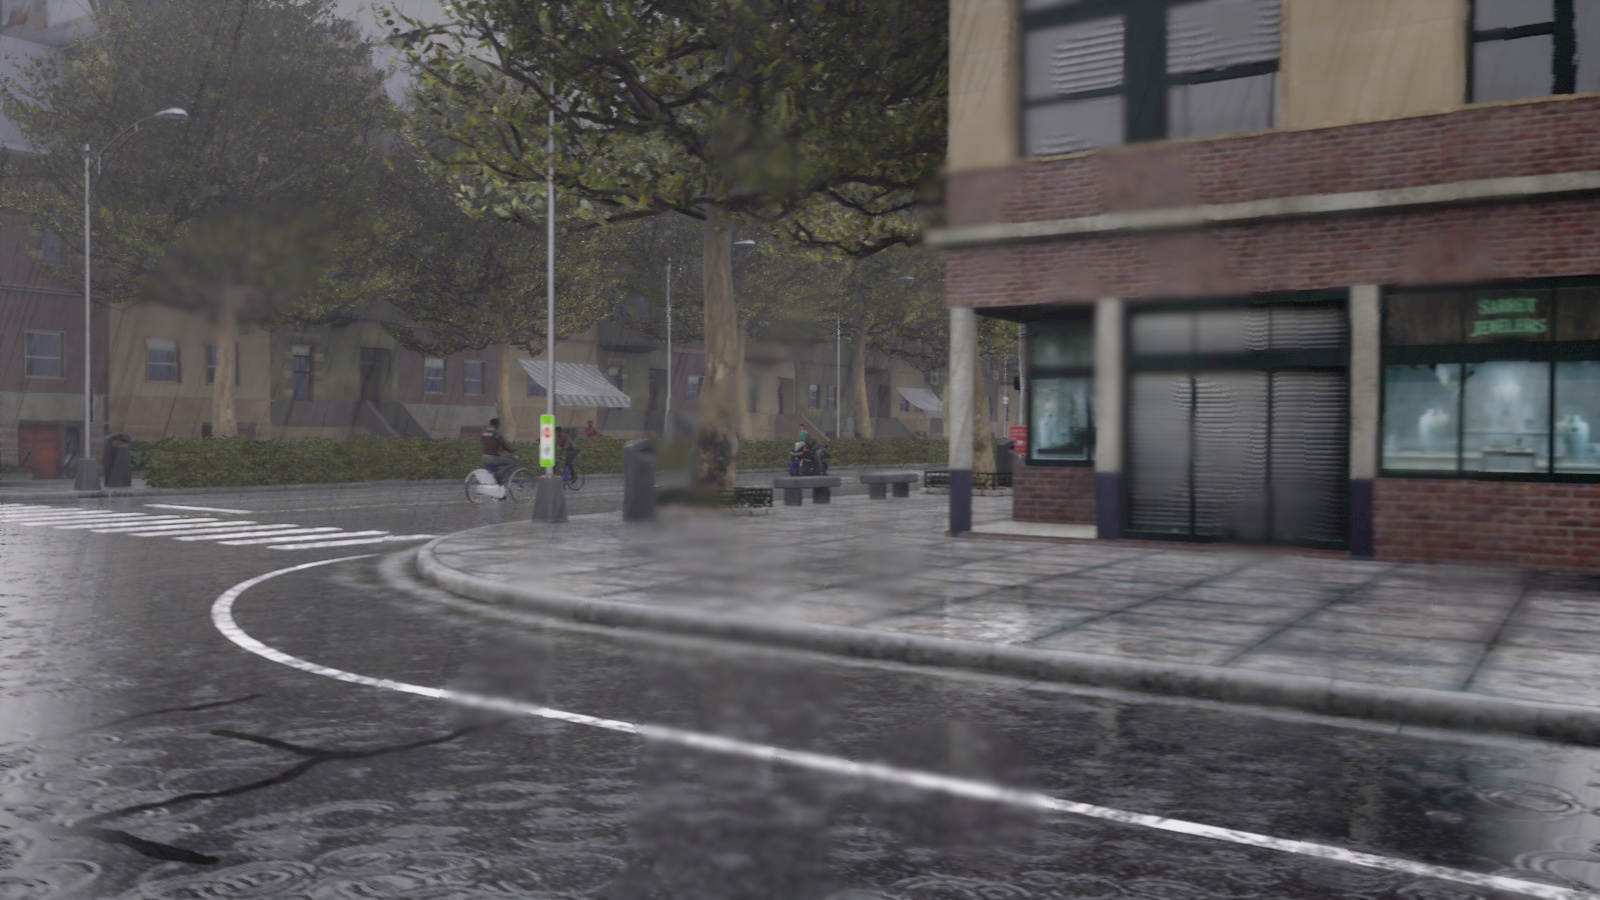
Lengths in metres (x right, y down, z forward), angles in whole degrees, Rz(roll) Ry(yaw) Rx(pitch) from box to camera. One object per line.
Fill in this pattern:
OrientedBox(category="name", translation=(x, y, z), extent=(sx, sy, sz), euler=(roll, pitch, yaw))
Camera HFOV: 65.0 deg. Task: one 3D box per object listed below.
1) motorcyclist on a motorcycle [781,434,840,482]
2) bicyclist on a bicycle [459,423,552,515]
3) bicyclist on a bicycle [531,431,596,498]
OrientedBox(category="motorcyclist on a motorcycle", translation=(0.365, 0.244, 40.871), extent=(0.866, 1.530, 2.191), euler=(0, 1, 33))
OrientedBox(category="bicyclist on a bicycle", translation=(-5.850, 0.346, 25.051), extent=(0.659, 1.776, 1.843), euler=(0, 1, 33))
OrientedBox(category="bicyclist on a bicycle", translation=(-5.877, 0.349, 31.340), extent=(0.582, 1.620, 1.656), euler=(0, 1, 33))
